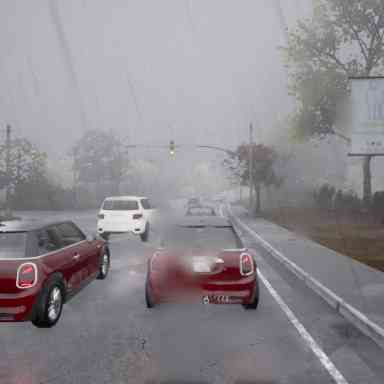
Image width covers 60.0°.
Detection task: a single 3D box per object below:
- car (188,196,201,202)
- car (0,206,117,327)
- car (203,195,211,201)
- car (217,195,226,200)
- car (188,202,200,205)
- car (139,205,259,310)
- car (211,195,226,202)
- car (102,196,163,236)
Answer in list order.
[{"bbox_3d":[0.459,1.504,60.508,1.837,1.490,4.892,0,0,7],"label":"car"},{"bbox_3d":[-3.293,1.352,7.202,2.097,1.767,4.553,0,0,1],"label":"car"},{"bbox_3d":[4.090,1.540,85.531,2.033,1.411,5.357,0,0,10],"label":"car"},{"bbox_3d":[7.661,1.392,85.628,1.812,1.442,4.674,0,0,10],"label":"car"},{"bbox_3d":[0.473,1.492,17.336,2.128,1.511,4.902,0,0,2],"label":"car"},{"bbox_3d":[0.217,1.352,8.001,2.097,1.767,4.553,0,0,1],"label":"car"},{"bbox_3d":[5.973,1.590,75.535,1.895,1.301,4.718,0,0,9],"label":"car"},{"bbox_3d":[-3.052,1.221,16.880,2.150,2.045,5.566,0,0,2],"label":"car"}]
